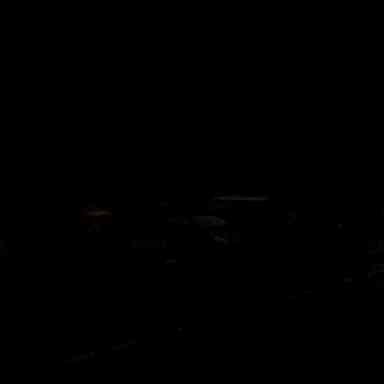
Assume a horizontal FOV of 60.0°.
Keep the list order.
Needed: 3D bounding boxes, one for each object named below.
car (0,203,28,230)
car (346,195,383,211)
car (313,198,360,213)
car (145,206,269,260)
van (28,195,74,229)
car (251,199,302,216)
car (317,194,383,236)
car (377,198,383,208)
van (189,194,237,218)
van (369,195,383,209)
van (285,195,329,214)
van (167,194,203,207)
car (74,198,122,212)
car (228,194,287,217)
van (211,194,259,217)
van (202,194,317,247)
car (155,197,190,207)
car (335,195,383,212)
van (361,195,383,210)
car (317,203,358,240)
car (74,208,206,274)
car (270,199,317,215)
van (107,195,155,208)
[{"bbox_3d":[-11.652,1.474,19.996,2.231,1.521,4.892,0,0,-35],"label":"car"},{"bbox_3d":[24.449,1.427,45.678,2.435,2.045,5.566,1,0,-35],"label":"car"},{"bbox_3d":[17.664,1.601,40.874,2.097,1.535,5.008,1,0,-35],"label":"car"},{"bbox_3d":[0.305,1.476,12.464,2.002,1.452,4.674,0,0,-35],"label":"car"},{"bbox_3d":[-9.469,1.228,21.702,1.878,1.987,4.442,0,0,-35],"label":"van"},{"bbox_3d":[8.638,1.498,34.446,2.097,1.535,5.008,1,0,-35],"label":"car"},{"bbox_3d":[7.060,1.143,17.306,2.435,2.045,5.566,1,0,-35],"label":"car"},{"bbox_3d":[31.196,1.755,50.524,2.097,1.535,5.008,1,0,-35],"label":"car"},{"bbox_3d":[1.800,1.196,29.726,1.878,1.987,4.442,1,0,-35],"label":"van"},{"bbox_3d":[28.877,1.504,49.009,1.878,1.987,4.442,1,0,-35],"label":"van"},{"bbox_3d":[12.980,1.323,37.688,1.878,1.987,4.442,1,0,-35],"label":"van"},{"bbox_3d":[-0.429,1.169,27.852,1.878,1.987,4.442,0,0,-35],"label":"van"},{"bbox_3d":[-7.035,1.432,23.065,1.946,1.575,5.366,0,0,-35],"label":"car"},{"bbox_3d":[6.295,1.220,32.750,2.435,2.045,5.566,1,0,-35],"label":"car"},{"bbox_3d":[3.954,1.220,31.261,1.878,1.987,4.442,1,0,-35],"label":"van"},{"bbox_3d":[2.634,1.191,13.977,1.878,1.987,4.442,0,0,-35],"label":"van"},{"bbox_3d":[-2.634,1.397,26.432,2.097,1.535,5.008,0,0,-35],"label":"car"},{"bbox_3d":[22.192,1.401,44.071,2.435,2.045,5.566,1,0,-35],"label":"car"},{"bbox_3d":[26.756,1.478,47.212,1.878,1.987,4.442,1,0,-35],"label":"van"},{"bbox_3d":[4.817,1.427,15.710,2.163,1.488,4.792,0,0,-35],"label":"car"},{"bbox_3d":[-1.938,1.484,10.827,2.163,1.488,4.792,0,0,-35],"label":"car"},{"bbox_3d":[10.893,1.564,36.056,2.002,1.452,4.674,1,0,-35],"label":"car"},{"bbox_3d":[-4.821,1.190,24.725,1.878,1.987,4.442,0,0,-35],"label":"van"}]
